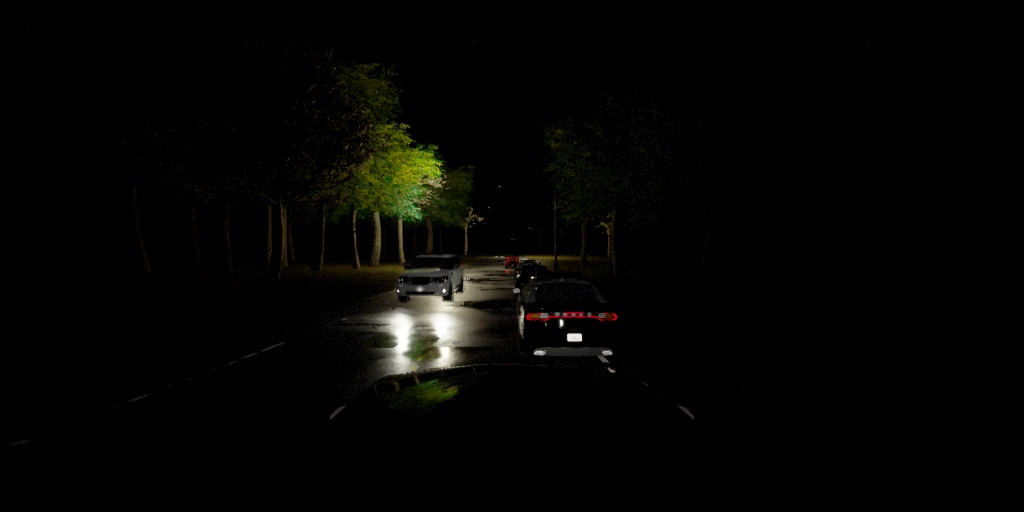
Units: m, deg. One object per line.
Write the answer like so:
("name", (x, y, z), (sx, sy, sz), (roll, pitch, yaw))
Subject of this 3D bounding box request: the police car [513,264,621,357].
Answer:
("police car", (1.060, 1.166, 8.634), (1.930, 1.638, 5.238), (0, 0, 0))

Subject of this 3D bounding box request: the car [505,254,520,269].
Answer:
("car", (0.082, 0.899, 47.243), (1.812, 1.442, 4.674), (0, 1, 1))

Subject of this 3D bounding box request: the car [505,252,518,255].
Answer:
("car", (0.064, 0.290, 60.129), (2.150, 2.045, 5.566), (0, 2, 0))

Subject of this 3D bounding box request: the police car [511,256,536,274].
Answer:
("police car", (1.077, 1.068, 24.634), (1.930, 1.638, 5.238), (0, 0, 0))

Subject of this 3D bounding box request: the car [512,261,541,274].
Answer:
("car", (1.070, 1.199, 18.523), (1.837, 1.490, 4.892), (0, 0, 0))

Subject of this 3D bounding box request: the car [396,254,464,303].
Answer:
("car", (-3.583, 0.927, 16.710), (2.150, 2.045, 5.566), (0, 0, 0))
